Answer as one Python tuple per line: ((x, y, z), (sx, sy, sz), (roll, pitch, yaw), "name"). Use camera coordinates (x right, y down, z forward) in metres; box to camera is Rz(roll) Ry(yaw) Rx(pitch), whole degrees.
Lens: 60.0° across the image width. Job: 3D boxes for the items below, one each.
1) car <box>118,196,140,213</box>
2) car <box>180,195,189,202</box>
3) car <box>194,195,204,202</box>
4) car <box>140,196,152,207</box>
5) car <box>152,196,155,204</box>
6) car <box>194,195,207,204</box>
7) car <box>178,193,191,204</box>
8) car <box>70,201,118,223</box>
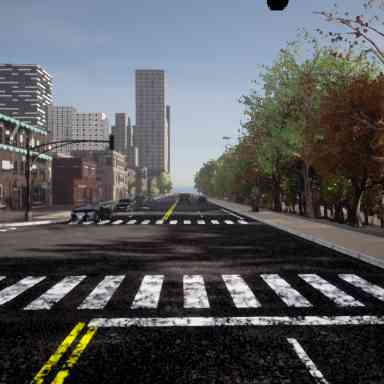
((-7.494, 1.491, 37.670), (1.837, 1.490, 4.892), (0, 0, -1), "car")
((-1.751, 1.447, 74.245), (1.882, 1.535, 5.008), (0, 0, -1), "car")
((1.508, 1.471, 72.992), (1.837, 1.490, 4.892), (0, 0, -1), "car")
((-7.793, 1.333, 50.448), (2.097, 1.767, 4.553), (0, 0, -1), "car")
((-8.024, 1.469, 61.796), (2.128, 1.511, 4.902), (0, 0, -1), "car")
((1.851, 1.454, 62.887), (1.882, 1.535, 5.008), (0, 0, -1), "car")
((-1.350, 1.200, 60.748), (2.150, 2.045, 5.566), (0, 0, -1), "car")
((-7.609, 1.485, 25.493), (2.128, 1.511, 4.902), (0, 0, 4), "car")
